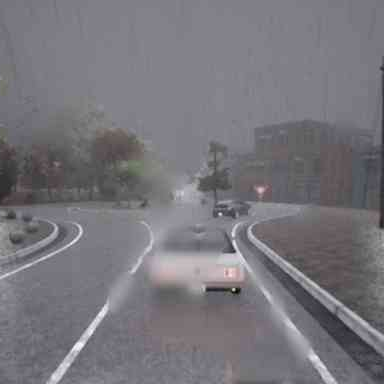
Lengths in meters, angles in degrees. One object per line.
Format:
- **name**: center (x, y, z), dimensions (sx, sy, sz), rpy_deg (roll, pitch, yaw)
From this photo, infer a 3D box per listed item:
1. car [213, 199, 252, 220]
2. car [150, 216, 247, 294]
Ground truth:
- **car**: center (3.334, 1.302, 26.932), dimensions (1.837, 1.490, 4.892), rpy_deg (0, 2, 30)
- **car**: center (0.173, 1.545, 8.586), dimensions (1.895, 1.301, 4.718), rpy_deg (0, 0, 2)
